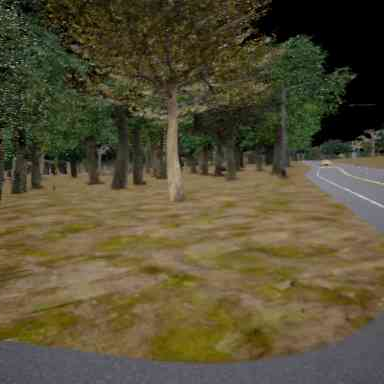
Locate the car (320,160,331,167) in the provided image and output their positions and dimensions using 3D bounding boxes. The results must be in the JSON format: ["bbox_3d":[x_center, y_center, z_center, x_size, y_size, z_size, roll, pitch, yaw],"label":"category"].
[{"bbox_3d":[29.355,-6.315,73.188,1.882,1.535,5.008,0,6,16],"label":"car"}]
